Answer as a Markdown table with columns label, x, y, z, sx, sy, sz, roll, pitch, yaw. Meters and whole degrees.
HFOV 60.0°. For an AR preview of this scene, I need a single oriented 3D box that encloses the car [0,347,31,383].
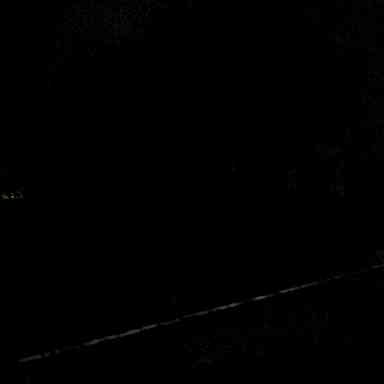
| label | x | y | z | sx | sy | sz | roll | pitch | yaw |
| --- | --- | --- | --- | --- | --- | --- | --- | --- | --- |
| car | -3.328 | 1.491 | 1.367 | 4.902 | 1.511 | 2.128 | 0 | 0 | -36 |
